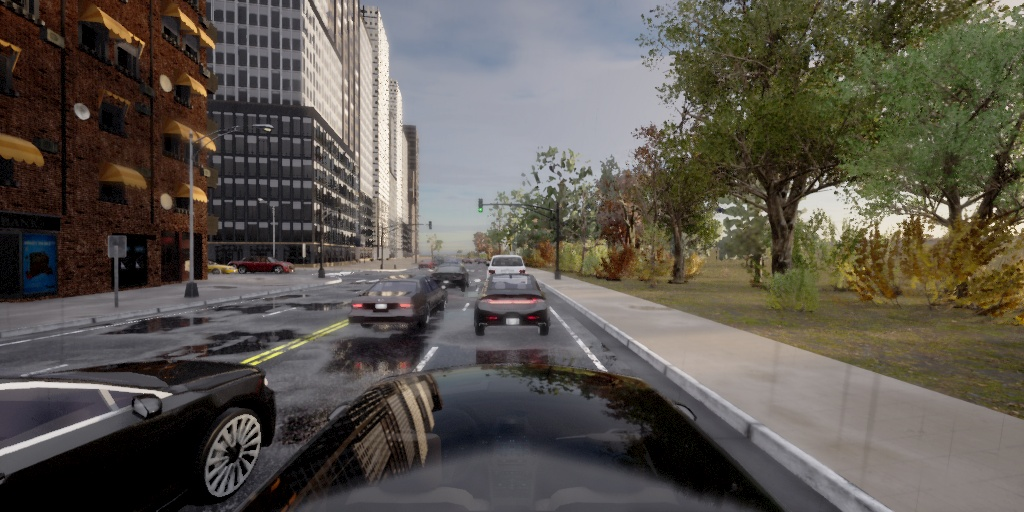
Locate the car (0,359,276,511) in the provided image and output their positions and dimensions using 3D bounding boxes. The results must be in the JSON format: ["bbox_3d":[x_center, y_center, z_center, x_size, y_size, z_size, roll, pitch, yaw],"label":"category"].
[{"bbox_3d":[-3.188,1.241,1.491,2.128,1.511,4.902,0,0,0],"label":"car"}]

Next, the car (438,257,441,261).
[{"bbox_3d":[-13.795,1.270,62.816,1.994,1.385,4.181,0,0,-7],"label":"car"}]

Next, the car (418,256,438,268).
[{"bbox_3d":[-12.743,1.197,53.649,1.882,1.535,5.008,0,0,-5],"label":"car"}]

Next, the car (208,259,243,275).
[{"bbox_3d":[-26.686,0.938,30.966,4.829,1.417,1.751,0,0,-11],"label":"car"}]

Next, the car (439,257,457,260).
[{"bbox_3d":[-9.536,1.281,54.117,1.994,1.385,4.181,0,0,-7],"label":"car"}]

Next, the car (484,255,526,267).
[{"bbox_3d":[-0.339,0.965,20.848,2.150,2.045,5.566,0,0,-2],"label":"car"}]

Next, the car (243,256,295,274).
[{"bbox_3d":[-23.427,0.814,34.286,4.553,1.767,2.097,1,0,-10],"label":"car"}]

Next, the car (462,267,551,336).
[{"bbox_3d":[-0.029,1.239,10.390,2.128,1.511,4.902,0,0,-1],"label":"car"}]

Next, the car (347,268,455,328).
[{"bbox_3d":[-3.296,1.295,11.403,2.033,1.411,5.357,0,0,-1],"label":"car"}]

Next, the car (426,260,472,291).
[{"bbox_3d":[-3.625,1.221,21.565,1.882,1.535,5.008,0,0,-3],"label":"car"}]
